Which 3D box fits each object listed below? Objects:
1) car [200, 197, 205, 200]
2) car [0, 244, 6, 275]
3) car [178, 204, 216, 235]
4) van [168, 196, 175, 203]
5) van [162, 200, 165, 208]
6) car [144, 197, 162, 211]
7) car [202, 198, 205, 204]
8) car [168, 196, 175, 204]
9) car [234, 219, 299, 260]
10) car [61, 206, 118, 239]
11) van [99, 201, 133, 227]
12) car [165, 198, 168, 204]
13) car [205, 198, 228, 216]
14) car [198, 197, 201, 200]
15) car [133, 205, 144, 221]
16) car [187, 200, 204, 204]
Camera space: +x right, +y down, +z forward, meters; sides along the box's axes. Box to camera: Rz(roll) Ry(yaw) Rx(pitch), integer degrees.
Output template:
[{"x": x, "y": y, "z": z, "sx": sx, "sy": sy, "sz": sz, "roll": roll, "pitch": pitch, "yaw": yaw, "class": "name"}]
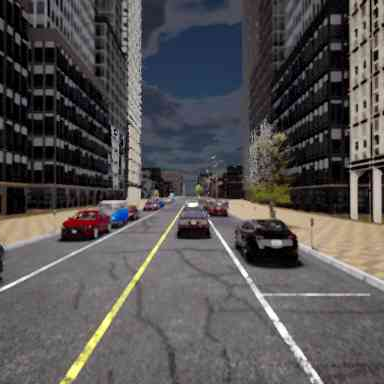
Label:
[{"x": 2.675, "y": 1.913, "z": 52.647, "sx": 1.752, "sy": 1.417, "sz": 4.829, "roll": 0, "pitch": 0, "yaw": 0, "class": "car"}, {"x": -5.689, "y": 1.605, "z": 6.952, "sx": 2.008, "sy": 1.369, "sz": 4.403, "roll": 0, "pitch": 0, "yaw": 0, "class": "car"}, {"x": 0.099, "y": 1.699, "z": 19.943, "sx": 2.033, "sy": 1.411, "sz": 5.357, "roll": 0, "pitch": 0, "yaw": 0, "class": "car"}, {"x": -5.718, "y": 2.005, "z": 92.334, "sx": 1.690, "sy": 1.788, "sz": 3.998, "roll": 0, "pitch": 0, "yaw": 0, "class": "van"}, {"x": -5.704, "y": 1.728, "z": 52.490, "sx": 1.690, "sy": 1.788, "sz": 3.998, "roll": 0, "pitch": 0, "yaw": 0, "class": "van"}, {"x": -5.703, "y": 1.787, "z": 46.797, "sx": 1.967, "sy": 1.590, "sz": 4.097, "roll": 0, "pitch": 0, "yaw": 0, "class": "car"}, {"x": 2.677, "y": 1.928, "z": 46.785, "sx": 1.802, "sy": 1.307, "sz": 4.206, "roll": 0, "pitch": 0, "yaw": 0, "class": "car"}, {"x": -5.715, "y": 2.110, "z": 80.778, "sx": 1.752, "sy": 1.417, "sz": 4.829, "roll": 0, "pitch": 0, "yaw": 0, "class": "car"}, {"x": 2.690, "y": 1.663, "z": 12.634, "sx": 1.947, "sy": 1.339, "sz": 4.313, "roll": 0, "pitch": 0, "yaw": 0, "class": "car"}, {"x": -5.693, "y": 1.684, "z": 18.336, "sx": 1.887, "sy": 1.381, "sz": 4.507, "roll": 0, "pitch": 0, "yaw": 0, "class": "car"}, {"x": -5.694, "y": 1.523, "z": 24.030, "sx": 1.690, "sy": 1.788, "sz": 3.998, "roll": 0, "pitch": 0, "yaw": 0, "class": "van"}, {"x": -5.707, "y": 1.993, "z": 58.181, "sx": 1.947, "sy": 1.339, "sz": 4.313, "roll": 0, "pitch": 0, "yaw": 0, "class": "car"}, {"x": 2.682, "y": 1.705, "z": 35.402, "sx": 1.967, "sy": 1.590, "sz": 4.097, "roll": 0, "pitch": 0, "yaw": 0, "class": "car"}, {"x": 2.666, "y": 2.026, "z": 80.936, "sx": 1.967, "sy": 1.590, "sz": 4.097, "roll": 0, "pitch": 0, "yaw": 0, "class": "car"}, {"x": -5.697, "y": 1.806, "z": 29.721, "sx": 1.802, "sy": 1.307, "sz": 4.206, "roll": 0, "pitch": 0, "yaw": 0, "class": "car"}, {"x": 0.087, "y": 1.886, "z": 38.186, "sx": 1.895, "sy": 1.301, "sz": 4.718, "roll": 0, "pitch": 0, "yaw": 0, "class": "car"}]
